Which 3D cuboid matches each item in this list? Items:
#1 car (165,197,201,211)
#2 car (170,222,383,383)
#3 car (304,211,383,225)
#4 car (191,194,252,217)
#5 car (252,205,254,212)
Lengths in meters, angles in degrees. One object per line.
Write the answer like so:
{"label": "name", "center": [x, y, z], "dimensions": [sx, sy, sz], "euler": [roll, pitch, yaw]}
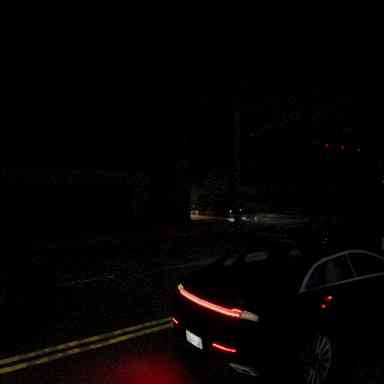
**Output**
{"label": "car", "center": [-1.243, 1.491, 42.265], "dimensions": [2.128, 1.511, 4.902], "euler": [0, 0, -37]}
{"label": "car", "center": [1.998, 1.491, 5.255], "dimensions": [4.902, 1.511, 2.128], "euler": [0, 0, -35]}
{"label": "car", "center": [5.424, 1.477, 12.227], "dimensions": [5.008, 1.535, 1.882], "euler": [0, 0, -35]}
{"label": "car", "center": [2.578, 1.221, 31.302], "dimensions": [2.150, 2.045, 5.566], "euler": [0, 0, -36]}
{"label": "car", "center": [4.295, 1.477, 34.845], "dimensions": [1.882, 1.535, 5.008], "euler": [0, 0, -37]}
